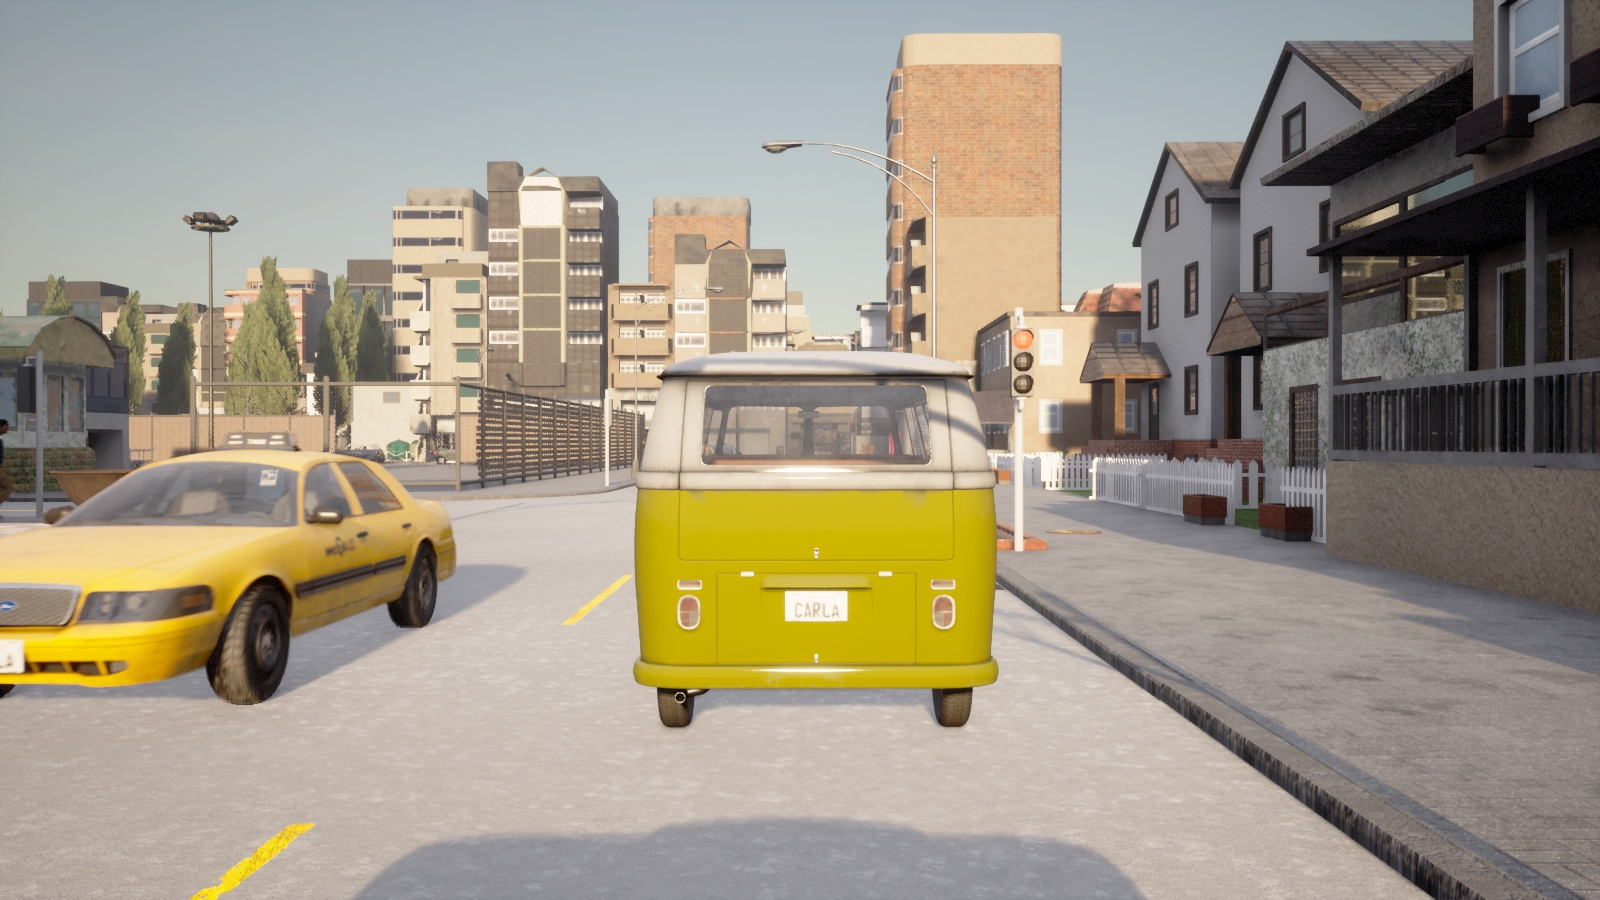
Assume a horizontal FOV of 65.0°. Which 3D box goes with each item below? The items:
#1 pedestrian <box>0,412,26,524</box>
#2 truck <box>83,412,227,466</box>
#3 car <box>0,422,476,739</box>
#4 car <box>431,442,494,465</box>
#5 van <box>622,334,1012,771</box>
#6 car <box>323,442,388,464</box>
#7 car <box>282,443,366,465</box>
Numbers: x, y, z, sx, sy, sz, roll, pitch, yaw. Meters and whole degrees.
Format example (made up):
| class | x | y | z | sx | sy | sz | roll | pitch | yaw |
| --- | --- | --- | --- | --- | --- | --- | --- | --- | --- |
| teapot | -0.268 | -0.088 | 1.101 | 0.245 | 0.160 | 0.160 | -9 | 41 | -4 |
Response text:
| class | x | y | z | sx | sy | sz | roll | pitch | yaw |
| --- | --- | --- | --- | --- | --- | --- | --- | --- | --- |
| pedestrian | -14.018 | 0.317 | 21.993 | 0.788 | 1.949 | 0.423 | 0 | 0 | -31 |
| truck | -42.371 | -0.736 | 82.736 | 7.936 | 3.462 | 2.891 | 0 | 0 | -13 |
| car | -3.926 | 0.632 | 8.918 | 1.801 | 1.575 | 5.366 | 0 | 0 | 1 |
| car | -22.380 | 0.236 | 83.458 | 3.705 | 1.549 | 1.789 | 0 | 0 | 0 |
| van | 0.070 | 0.454 | 7.932 | 1.775 | 1.987 | 4.442 | 0 | 0 | 0 |
| car | -30.965 | 0.193 | 87.498 | 3.806 | 1.475 | 1.970 | 0 | 0 | 0 |
| car | -31.592 | 0.255 | 83.505 | 4.892 | 1.490 | 1.837 | 0 | 0 | 1 |
